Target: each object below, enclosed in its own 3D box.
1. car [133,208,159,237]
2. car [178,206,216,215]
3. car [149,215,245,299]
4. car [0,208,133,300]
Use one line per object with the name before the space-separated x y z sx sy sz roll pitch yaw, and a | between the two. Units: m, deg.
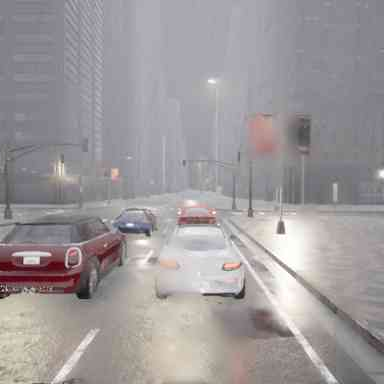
car | -2.984 1.556 18.129 1.994 1.385 4.181 0 0 1
car | 0.263 1.470 17.638 1.882 1.535 5.008 0 0 0
car | 0.183 1.524 8.309 1.812 1.442 4.674 0 0 0
car | -3.079 1.349 8.553 2.097 1.767 4.553 0 0 0
